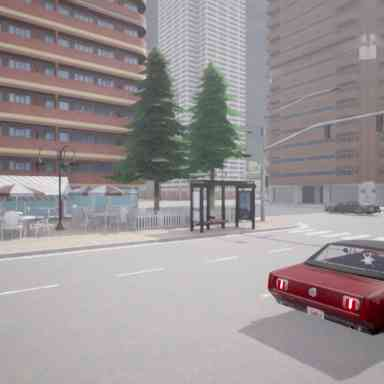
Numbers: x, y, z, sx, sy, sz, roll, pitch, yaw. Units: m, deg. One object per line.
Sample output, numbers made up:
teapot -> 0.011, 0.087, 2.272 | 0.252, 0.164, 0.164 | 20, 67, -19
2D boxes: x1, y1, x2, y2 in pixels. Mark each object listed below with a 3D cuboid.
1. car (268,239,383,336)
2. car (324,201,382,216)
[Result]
car -> 3.733, 1.601, 6.473 | 4.718, 1.301, 1.895 | 0, 0, -36
car -> 16.297, 1.601, 33.979 | 2.033, 1.411, 5.357 | 0, 0, -32
